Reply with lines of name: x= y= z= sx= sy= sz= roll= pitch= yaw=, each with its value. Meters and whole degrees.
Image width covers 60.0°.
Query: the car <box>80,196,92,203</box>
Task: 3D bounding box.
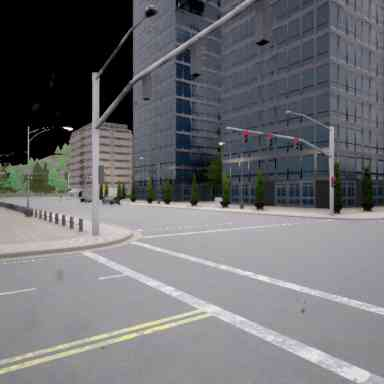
car: x=-20.607 y=1.492 z=65.729 sx=2.033 sy=1.411 sz=5.357 roll=0 pitch=0 yaw=-33

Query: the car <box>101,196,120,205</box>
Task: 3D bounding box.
car: x=-13.725 y=1.450 z=55.912 sx=1.837 sy=1.490 sz=4.892 roll=0 pitch=0 yaw=-35
